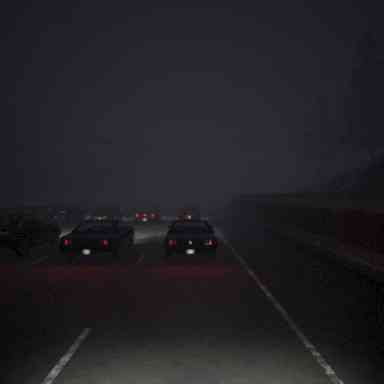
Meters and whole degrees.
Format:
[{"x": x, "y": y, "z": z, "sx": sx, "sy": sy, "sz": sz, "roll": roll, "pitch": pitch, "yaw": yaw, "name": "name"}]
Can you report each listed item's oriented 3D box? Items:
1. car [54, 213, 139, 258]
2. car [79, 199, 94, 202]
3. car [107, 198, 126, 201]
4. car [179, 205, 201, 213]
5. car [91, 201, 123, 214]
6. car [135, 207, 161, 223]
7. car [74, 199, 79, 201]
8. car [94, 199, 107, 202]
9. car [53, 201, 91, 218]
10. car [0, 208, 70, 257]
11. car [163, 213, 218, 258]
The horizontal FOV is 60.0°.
[{"x": -3.553, "y": 1.747, "z": 13.398, "sx": 1.895, "sy": 1.301, "sz": 4.718, "roll": 0, "pitch": -1, "yaw": 0, "name": "car"}, {"x": -22.430, "y": 2.281, "z": 74.549, "sx": 1.882, "sy": 1.535, "sz": 5.008, "roll": 0, "pitch": -1, "yaw": 14, "name": "car"}, {"x": -15.809, "y": 2.133, "z": 72.228, "sx": 2.097, "sy": 1.767, "sz": 4.553, "roll": 0, "pitch": -1, "yaw": 14, "name": "car"}, {"x": -0.205, "y": 1.839, "z": 29.079, "sx": 1.812, "sy": 1.442, "sz": 4.674, "roll": 0, "pitch": 0, "yaw": 0, "name": "car"}, {"x": -7.210, "y": 1.817, "z": 28.614, "sx": 1.837, "sy": 1.490, "sz": 4.892, "roll": 0, "pitch": 0, "yaw": 0, "name": "car"}, {"x": -3.713, "y": 1.908, "z": 28.391, "sx": 1.895, "sy": 1.301, "sz": 4.718, "roll": 0, "pitch": -1, "yaw": 0, "name": "car"}, {"x": -25.742, "y": 2.357, "z": 75.726, "sx": 2.033, "sy": 1.411, "sz": 5.357, "roll": 0, "pitch": -1, "yaw": 14, "name": "car"}, {"x": -19.127, "y": 2.343, "z": 73.374, "sx": 1.994, "sy": 1.385, "sz": 4.181, "roll": 0, "pitch": -1, "yaw": 14, "name": "car"}, {"x": -10.709, "y": 1.802, "z": 28.568, "sx": 2.128, "sy": 1.511, "sz": 4.902, "roll": 0, "pitch": 0, "yaw": 0, "name": "car"}, {"x": -7.053, "y": 1.641, "z": 13.612, "sx": 2.128, "sy": 1.511, "sz": 4.902, "roll": 0, "pitch": 0, "yaw": 0, "name": "car"}, {"x": -0.054, "y": 1.747, "z": 13.439, "sx": 1.895, "sy": 1.301, "sz": 4.718, "roll": 0, "pitch": -1, "yaw": 0, "name": "car"}]
